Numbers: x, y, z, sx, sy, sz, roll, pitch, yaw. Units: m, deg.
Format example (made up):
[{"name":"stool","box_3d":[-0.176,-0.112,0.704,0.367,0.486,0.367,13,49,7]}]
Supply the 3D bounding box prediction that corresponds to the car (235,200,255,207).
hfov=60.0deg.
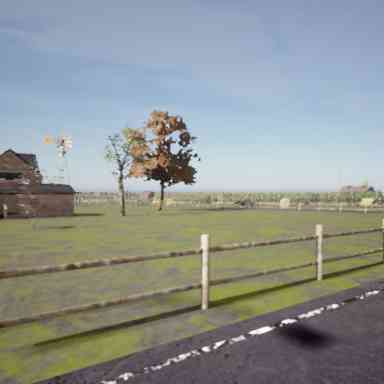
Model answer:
[{"name":"car","box_3d":[11.327,2.436,71.563,1.837,1.490,4.892,0,-1,-34]}]
